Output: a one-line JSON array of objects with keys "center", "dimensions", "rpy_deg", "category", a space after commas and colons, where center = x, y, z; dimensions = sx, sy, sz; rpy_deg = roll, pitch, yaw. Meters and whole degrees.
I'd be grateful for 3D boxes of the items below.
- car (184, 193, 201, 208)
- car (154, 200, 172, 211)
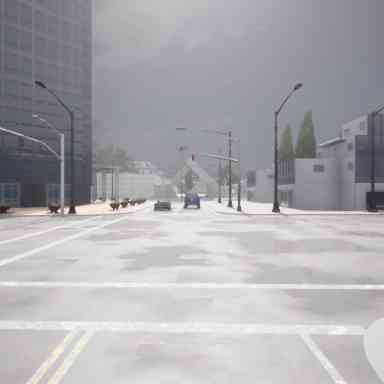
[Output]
[{"center": [0.036, 1.221, 48.181], "dimensions": [2.150, 2.045, 5.566], "rpy_deg": [0, 0, 1], "category": "car"}, {"center": [-3.614, 1.601, 41.604], "dimensions": [1.895, 1.301, 4.718], "rpy_deg": [0, 0, 0], "category": "car"}]
